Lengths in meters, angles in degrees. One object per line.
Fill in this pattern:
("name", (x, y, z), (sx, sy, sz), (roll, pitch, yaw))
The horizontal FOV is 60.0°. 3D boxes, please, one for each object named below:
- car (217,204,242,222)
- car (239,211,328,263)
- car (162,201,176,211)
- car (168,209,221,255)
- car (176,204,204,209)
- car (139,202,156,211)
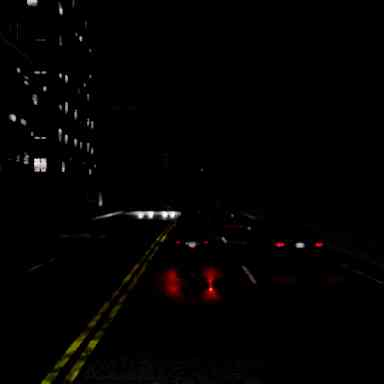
("car", (3.278, 1.782, 29.236), (1.882, 1.535, 5.008), (0, 0, 0))
("car", (3.260, 1.678, 12.522), (2.033, 1.411, 5.357), (0, -1, 0))
("car", (-3.264, 2.006, 48.553), (2.128, 1.511, 4.902), (0, -1, 0))
("car", (0.023, 1.669, 13.892), (1.812, 1.442, 4.674), (0, 0, 0))
("car", (0.021, 1.790, 28.503), (2.128, 1.511, 4.902), (0, 0, 0))
("car", (-6.510, 2.117, 48.799), (1.895, 1.301, 4.718), (0, -1, 0))
